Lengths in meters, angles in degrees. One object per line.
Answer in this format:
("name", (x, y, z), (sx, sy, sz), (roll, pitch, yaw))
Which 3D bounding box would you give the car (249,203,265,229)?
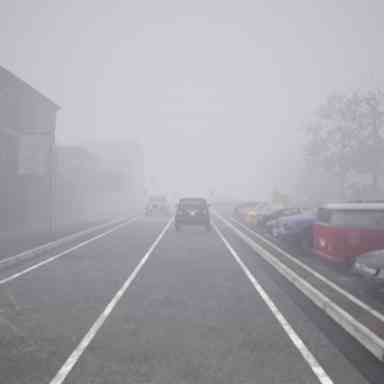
("car", (6.040, 1.545, 18.695), (5.008, 1.535, 2.097), (0, 0, 0))

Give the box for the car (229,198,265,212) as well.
("car", (6.060, 1.561, 29.999), (4.792, 1.488, 2.163), (0, 0, 0))

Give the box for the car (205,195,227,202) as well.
("car", (5.827, 1.566, 81.024), (5.366, 1.575, 1.946), (0, 0, 0))

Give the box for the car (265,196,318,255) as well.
("car", (6.024, 1.300, 13.043), (5.566, 2.045, 2.435), (0, 0, 0))

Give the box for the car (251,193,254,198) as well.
("car", (18.705, 1.550, 86.657), (4.892, 1.521, 2.231), (0, 0, 0))

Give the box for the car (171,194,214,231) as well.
("car", (0.030, 1.341, 21.671), (2.150, 2.045, 5.566), (0, 0, 0))

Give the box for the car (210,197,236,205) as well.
("car", (5.720, 1.671, 61.541), (4.674, 1.452, 2.002), (0, 0, 0))

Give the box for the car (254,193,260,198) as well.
("car", (18.741, 1.433, 83.871), (4.553, 1.767, 2.185), (0, 0, 0))

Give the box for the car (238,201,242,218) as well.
("car", (6.041, 1.578, 24.347), (4.674, 1.452, 2.002), (0, 0, 0))

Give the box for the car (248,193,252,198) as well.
("car", (18.660, 1.287, 89.440), (5.566, 2.045, 2.435), (0, 0, 0))

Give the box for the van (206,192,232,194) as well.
("van", (5.568, 1.379, 70.014), (4.442, 1.987, 1.878), (0, 0, 0))

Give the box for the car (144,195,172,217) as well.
("car", (-3.498, 1.367, 34.012), (2.150, 2.045, 5.566), (0, 0, 0))

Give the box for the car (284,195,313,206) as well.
("car", (18.839, 1.511, 58.933), (4.553, 1.767, 2.185), (0, 0, 0))

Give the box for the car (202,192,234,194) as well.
("car", (5.645, 1.345, 72.673), (5.566, 2.045, 2.435), (0, 0, 0))

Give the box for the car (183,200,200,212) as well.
("car", (-0.104, 1.704, 41.388), (1.994, 1.385, 4.181), (0, 0, 0))

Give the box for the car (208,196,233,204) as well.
("car", (5.689, 1.614, 67.107), (4.892, 1.521, 2.231), (0, 0, 0))

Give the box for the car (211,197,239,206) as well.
("car", (5.757, 1.669, 58.758), (4.792, 1.488, 2.163), (0, 0, 0))

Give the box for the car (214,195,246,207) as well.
("car", (5.764, 1.696, 53.333), (4.674, 1.452, 2.002), (1, 0, 0))

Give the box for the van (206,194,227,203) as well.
("van", (5.546, 1.362, 75.456), (4.442, 1.987, 1.878), (0, 0, 0))

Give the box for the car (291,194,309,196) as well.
("car", (18.799, 1.529, 53.237), (4.553, 1.767, 2.185), (0, 0, 0))

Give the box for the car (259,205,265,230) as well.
("car", (6.054, 1.548, 15.870), (5.008, 1.535, 2.097), (0, 0, 0))

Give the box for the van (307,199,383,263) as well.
("van", (6.172, 1.329, 10.218), (4.442, 1.987, 1.878), (0, 0, 0))

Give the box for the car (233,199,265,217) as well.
("car", (6.037, 1.575, 27.172), (4.674, 1.452, 2.002), (0, 0, 0))

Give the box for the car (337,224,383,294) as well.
("car", (6.062, 1.598, 7.393), (4.674, 1.452, 2.002), (0, 0, 0))

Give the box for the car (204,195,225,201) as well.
("car", (5.636, 1.561, 83.806), (4.892, 1.521, 2.231), (0, 0, 0))

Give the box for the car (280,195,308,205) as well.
("car", (18.828, 1.503, 61.717), (4.553, 1.767, 2.185), (0, 0, 0))

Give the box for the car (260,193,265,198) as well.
("car", (18.748, 1.586, 75.517), (5.008, 1.535, 2.097), (0, 0, 0))

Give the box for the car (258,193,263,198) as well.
("car", (18.702, 1.607, 78.303), (4.792, 1.488, 2.163), (0, 0, 0))

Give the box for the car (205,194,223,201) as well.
("car", (5.588, 1.425, 86.590), (4.553, 1.767, 2.185), (0, 0, 0))

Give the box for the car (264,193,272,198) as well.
("car", (18.792, 1.352, 70.072), (5.566, 2.045, 2.435), (0, 0, 0))

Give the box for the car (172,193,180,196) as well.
("car", (-3.712, 1.145, 76.247), (2.150, 2.045, 5.566), (0, 0, 0))

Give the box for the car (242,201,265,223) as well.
("car", (6.227, 1.538, 21.521), (5.366, 1.575, 1.946), (0, 0, 0))
